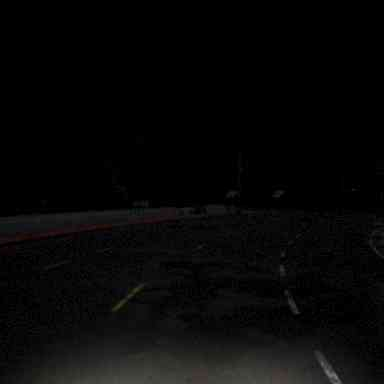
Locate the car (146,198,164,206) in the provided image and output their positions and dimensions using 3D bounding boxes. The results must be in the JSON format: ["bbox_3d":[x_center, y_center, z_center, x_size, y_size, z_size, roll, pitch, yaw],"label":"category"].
[{"bbox_3d":[-8.409,2.214,75.408,1.882,1.535,5.008,1,-1,-38],"label":"car"}]

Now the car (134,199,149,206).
[{"bbox_3d":[-11.177,2.207,73.266,1.837,1.490,4.892,1,-1,-38],"label":"car"}]

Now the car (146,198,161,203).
[{"bbox_3d":[-10.482,2.268,89.524,1.812,1.442,4.674,1,-1,-38],"label":"car"}]
